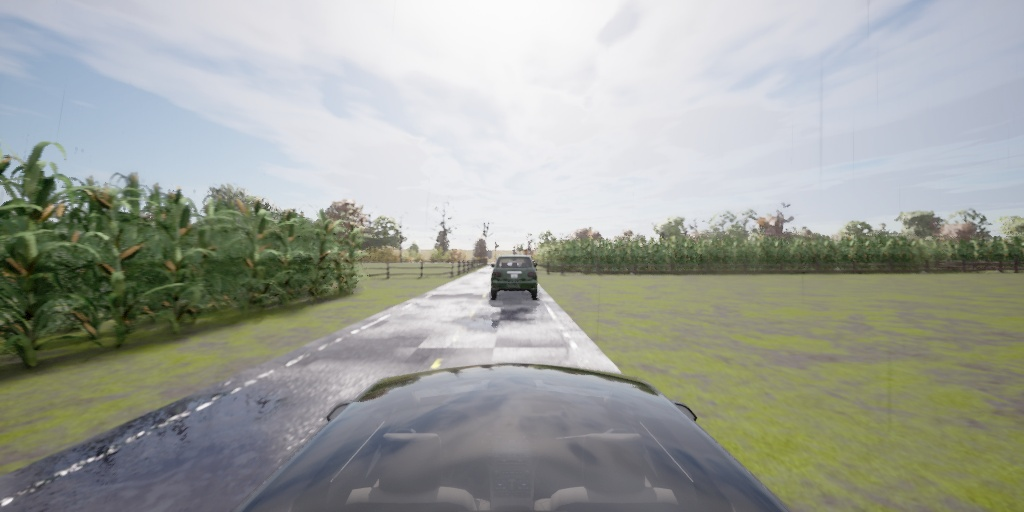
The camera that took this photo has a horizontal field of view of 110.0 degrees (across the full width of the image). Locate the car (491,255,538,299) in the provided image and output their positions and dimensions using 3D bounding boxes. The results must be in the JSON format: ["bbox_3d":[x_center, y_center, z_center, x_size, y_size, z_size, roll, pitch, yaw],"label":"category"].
[{"bbox_3d":[0.101,0.959,18.163,2.150,2.045,5.566,0,0,0],"label":"car"}]
